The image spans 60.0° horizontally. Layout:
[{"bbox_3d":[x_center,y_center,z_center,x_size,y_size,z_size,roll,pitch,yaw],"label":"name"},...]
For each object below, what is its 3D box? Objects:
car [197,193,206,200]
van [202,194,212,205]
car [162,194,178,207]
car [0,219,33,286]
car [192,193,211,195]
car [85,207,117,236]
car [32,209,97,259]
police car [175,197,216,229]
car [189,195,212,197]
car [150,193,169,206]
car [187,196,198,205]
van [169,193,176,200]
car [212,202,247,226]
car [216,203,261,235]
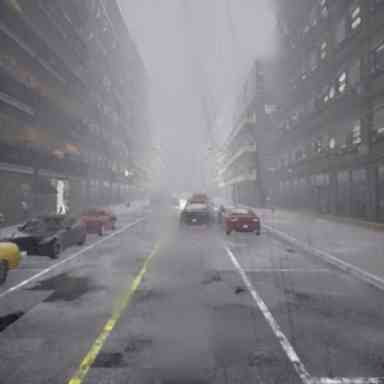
[{"bbox_3d":[2.587,1.111,91.958,2.192,1.841,5.009,1,0,0],"label":"car"},{"bbox_3d":[2.583,1.212,57.933,1.690,1.788,3.998,1,0,0],"label":"van"},{"bbox_3d":[-2.830,1.435,50.085,2.033,1.411,5.357,0,0,0],"label":"car"},{"bbox_3d":[-5.305,1.510,6.696,1.752,1.417,4.829,1,0,0],"label":"car"},{"bbox_3d":[0.829,1.142,37.107,2.150,2.045,5.566,0,0,0],"label":"car"},{"bbox_3d":[-5.304,1.504,18.208,1.887,1.381,4.507,1,0,0],"label":"car"},{"bbox_3d":[-5.305,1.538,12.537,1.947,1.339,4.313,1,0,0],"label":"car"},{"bbox_3d":[0.439,1.377,21.333,1.930,1.638,5.238,0,0,7],"label":"police car"},{"bbox_3d":[0.828,1.386,31.267,1.801,1.575,5.366,0,0,0],"label":"car"},{"bbox_3d":[-5.297,1.198,52.233,2.192,1.841,5.009,1,0,0],"label":"car"},{"bbox_3d":[0.006,1.398,57.207,1.812,1.442,4.674,0,0,0],"label":"car"},{"bbox_3d":[-5.294,1.136,91.929,1.690,1.788,3.998,1,0,0],"label":"van"},{"bbox_3d":[2.577,1.498,23.908,2.008,1.369,4.403,1,0,0],"label":"car"},{"bbox_3d":[2.577,1.504,18.237,1.887,1.381,4.507,1,0,0],"label":"car"}]
